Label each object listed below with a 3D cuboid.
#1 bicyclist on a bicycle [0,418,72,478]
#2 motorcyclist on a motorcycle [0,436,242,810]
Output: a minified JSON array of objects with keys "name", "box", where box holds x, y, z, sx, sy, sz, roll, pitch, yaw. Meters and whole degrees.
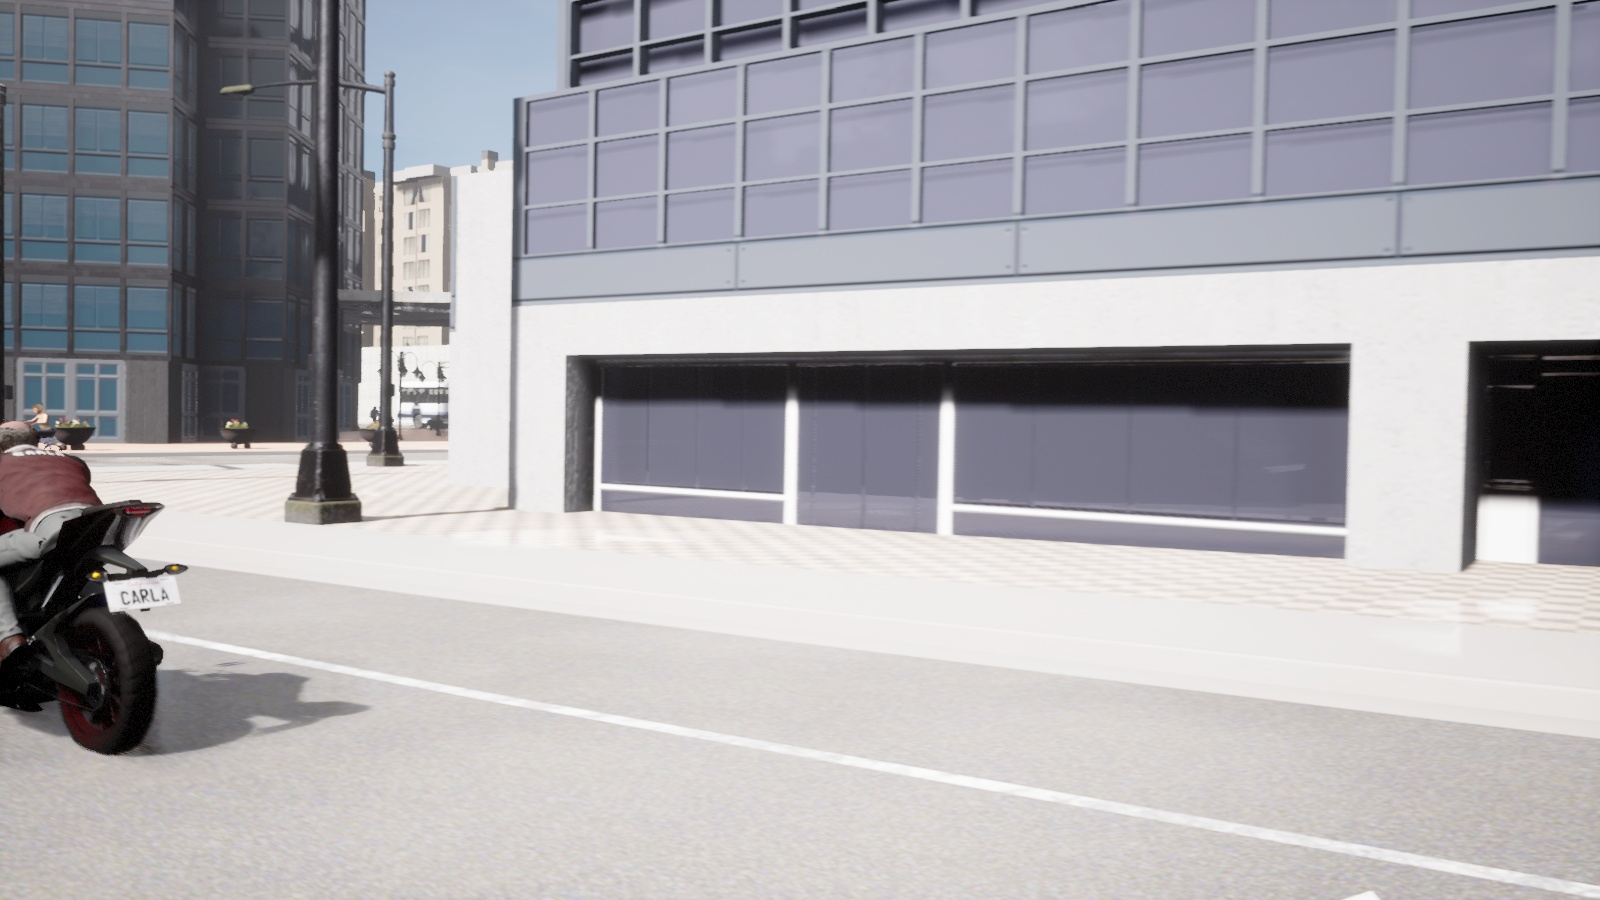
[{"name":"bicyclist on a bicycle","box":[-20.880,-0.077,34.276,0.866,1.612,1.509,1,2,34]},{"name":"motorcyclist on a motorcycle","box":[-3.780,0.704,6.132,2.191,1.530,0.866,1,1,34]}]
